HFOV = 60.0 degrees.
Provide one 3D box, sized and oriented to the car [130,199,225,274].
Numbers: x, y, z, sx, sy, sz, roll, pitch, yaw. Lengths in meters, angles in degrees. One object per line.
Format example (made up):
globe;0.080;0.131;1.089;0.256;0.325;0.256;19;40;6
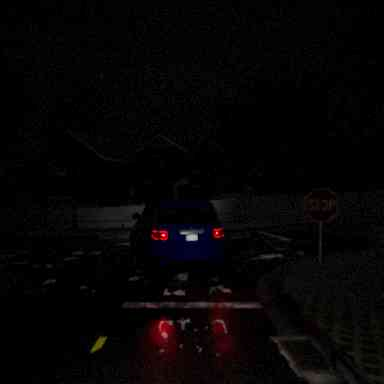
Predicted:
car;-0.676;1.263;10.994;2.150;2.045;5.566;-1;0;-15
